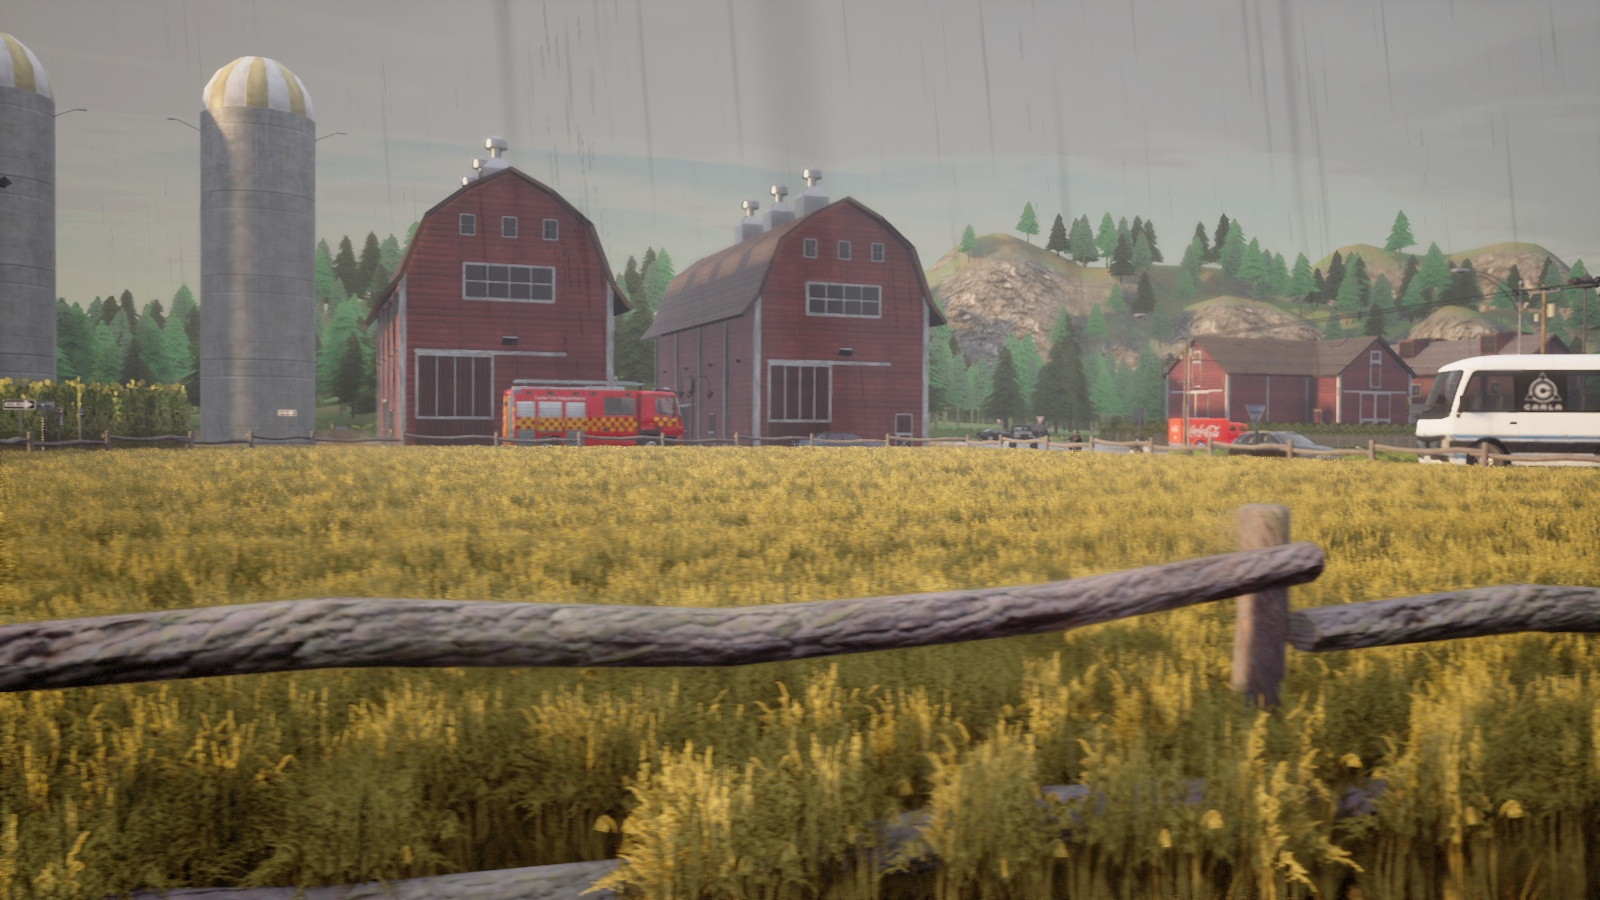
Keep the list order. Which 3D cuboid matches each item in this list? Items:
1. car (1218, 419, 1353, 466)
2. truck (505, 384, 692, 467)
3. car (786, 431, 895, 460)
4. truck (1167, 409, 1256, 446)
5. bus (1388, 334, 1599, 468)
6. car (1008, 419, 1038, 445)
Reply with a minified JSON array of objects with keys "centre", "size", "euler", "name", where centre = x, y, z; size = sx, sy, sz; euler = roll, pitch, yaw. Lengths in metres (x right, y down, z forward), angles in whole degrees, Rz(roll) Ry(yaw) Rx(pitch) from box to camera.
[{"centre":[18.391,-0.303,47.842],"size":[2.033,1.649,4.856],"euler":[-1,1,-21],"name":"car"},{"centre":[-9.800,-1.233,61.305],"size":[8.468,3.827,2.891],"euler":[-1,1,-24],"name":"truck"},{"centre":[2.119,-0.279,66.390],"size":[5.357,1.411,2.033],"euler":[-1,1,-18],"name":"car"},{"centre":[28.186,-1.533,86.100],"size":[5.204,2.467,2.627],"euler":[-1,1,-4],"name":"truck"},{"centre":[25.856,-1.618,42.269],"size":[10.273,4.253,3.944],"euler":[-1,1,10],"name":"bus"},{"centre":[16.949,-1.370,95.614],"size":[1.905,1.878,3.866],"euler":[-1,1,4],"name":"car"}]
